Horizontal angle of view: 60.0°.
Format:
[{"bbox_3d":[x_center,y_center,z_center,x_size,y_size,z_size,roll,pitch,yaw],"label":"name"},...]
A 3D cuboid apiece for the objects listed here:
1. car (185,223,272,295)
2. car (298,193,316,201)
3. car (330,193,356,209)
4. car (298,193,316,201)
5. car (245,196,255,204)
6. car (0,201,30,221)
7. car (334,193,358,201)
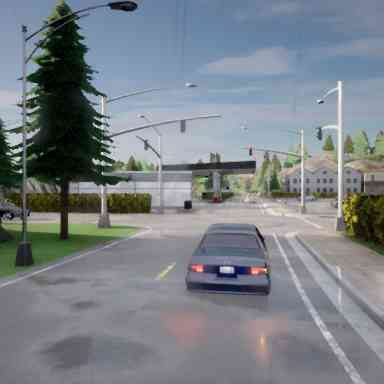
[{"bbox_3d":[1.093,1.547,8.884,2.033,1.411,5.357,0,0,10],"label":"car"},{"bbox_3d":[26.214,1.355,76.091,3.806,1.475,1.970,0,0,10],"label":"car"},{"bbox_3d":[20.262,1.327,42.355,5.027,1.636,2.152,0,0,10],"label":"car"},{"bbox_3d":[27.398,1.071,79.257,3.866,1.878,1.905,0,0,10],"label":"car"},{"bbox_3d":[11.231,1.521,64.763,1.812,1.442,4.674,0,0,10],"label":"car"},{"bbox_3d":[-15.737,1.490,27.210,4.902,1.511,2.128,0,0,10],"label":"car"},{"bbox_3d":[34.568,1.092,74.643,4.605,1.855,1.932,0,0,10],"label":"car"}]
